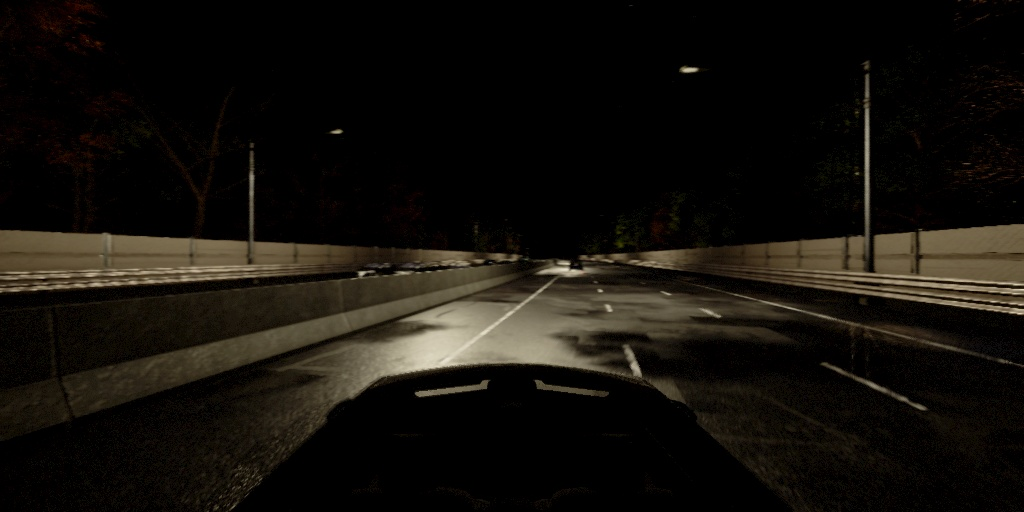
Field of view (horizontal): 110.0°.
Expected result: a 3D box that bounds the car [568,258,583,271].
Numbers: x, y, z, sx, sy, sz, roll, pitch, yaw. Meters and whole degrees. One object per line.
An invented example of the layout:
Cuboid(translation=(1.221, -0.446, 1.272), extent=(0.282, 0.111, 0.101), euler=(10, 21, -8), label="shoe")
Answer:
Cuboid(translation=(9.507, 1.346, 53.326), extent=(2.097, 1.767, 4.553), euler=(0, 0, 11), label="car")

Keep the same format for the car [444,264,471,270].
Cuboid(translation=(-4.977, 1.446, 33.443), extent=(1.895, 1.301, 4.718), euler=(0, 0, 11), label="car")

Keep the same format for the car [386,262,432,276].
Cuboid(translation=(-8.799, 1.327, 32.144), extent=(2.128, 1.511, 4.902), euler=(0, 0, 11), label="car")

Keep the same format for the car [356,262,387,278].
Cuboid(translation=(-12.239, 1.323, 32.781), extent=(2.128, 1.511, 4.902), euler=(0, 0, 11), label="car")
